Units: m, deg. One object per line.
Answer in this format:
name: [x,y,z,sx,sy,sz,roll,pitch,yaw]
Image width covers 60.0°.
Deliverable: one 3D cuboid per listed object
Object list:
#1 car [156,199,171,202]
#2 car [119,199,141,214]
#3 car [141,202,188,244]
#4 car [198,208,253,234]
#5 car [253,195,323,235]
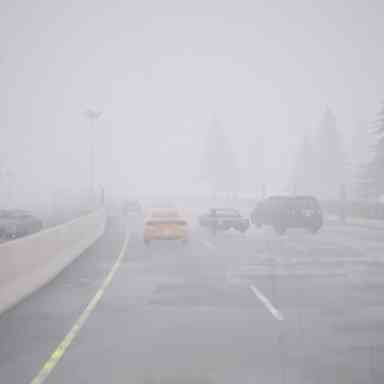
car: [-3.165,1.521,36.295,1.812,1.442,4.674,0,0,-20]
car: [-6.599,1.495,35.543,2.128,1.511,4.902,0,0,-20]
car: [-1.366,1.475,15.885,1.882,1.535,5.008,0,0,-9]
car: [1.638,1.590,19.134,1.895,1.301,4.718,0,0,-11]
car: [5.220,1.202,18.985,2.150,2.045,5.566,0,0,-10]
